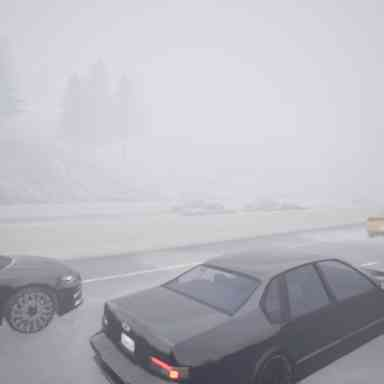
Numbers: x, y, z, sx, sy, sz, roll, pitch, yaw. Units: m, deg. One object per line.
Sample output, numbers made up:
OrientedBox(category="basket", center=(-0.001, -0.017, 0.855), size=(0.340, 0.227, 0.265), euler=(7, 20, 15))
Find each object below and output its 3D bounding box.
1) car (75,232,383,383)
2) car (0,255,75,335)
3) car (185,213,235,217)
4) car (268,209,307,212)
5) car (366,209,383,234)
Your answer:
OrientedBox(category="car", center=(1.361, 1.551, 4.841), size=(5.357, 1.411, 2.033), euler=(0, 0, -37))
OrientedBox(category="car", center=(-4.245, 1.506, 5.121), size=(4.902, 1.511, 2.128), euler=(0, 0, -36))
OrientedBox(category="car", center=(1.321, 1.628, 27.354), size=(4.718, 1.301, 1.895), euler=(0, 0, -39))
OrientedBox(category="car", center=(7.776, 1.616, 28.077), size=(4.718, 1.301, 1.895), euler=(0, 0, -39))
OrientedBox(category="car", center=(10.568, 1.475, 16.589), size=(5.008, 1.535, 1.882), euler=(0, 0, -39))
